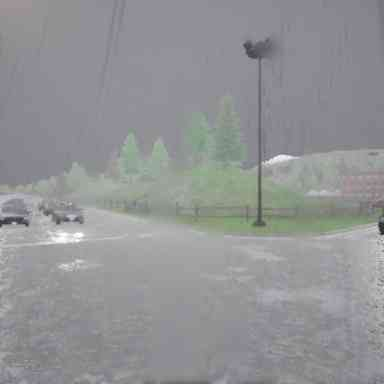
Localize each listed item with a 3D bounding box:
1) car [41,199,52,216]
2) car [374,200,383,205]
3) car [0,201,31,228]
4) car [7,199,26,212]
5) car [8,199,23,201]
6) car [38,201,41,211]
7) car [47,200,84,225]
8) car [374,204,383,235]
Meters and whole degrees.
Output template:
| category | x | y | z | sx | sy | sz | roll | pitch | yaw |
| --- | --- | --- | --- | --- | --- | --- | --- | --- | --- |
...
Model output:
| category | x | y | z | sx | sy | sz | roll | pitch | yaw |
| --- | --- | --- | --- | --- | --- | --- | --- | --- | --- |
| car | -14.045 | 1.636 | 34.013 | 1.837 | 1.490 | 4.892 | 0 | 0 | -27 |
| car | 29.410 | 1.856 | 50.421 | 1.812 | 1.442 | 4.674 | 0 | 0 | 1 |
| car | -12.582 | 1.631 | 23.620 | 2.033 | 1.411 | 5.357 | 0 | 0 | -27 |
| car | -22.049 | 1.695 | 41.832 | 2.033 | 1.411 | 5.357 | 0 | 0 | -27 |
| car | -17.258 | 1.467 | 32.604 | 2.097 | 1.767 | 4.553 | 0 | 0 | -28 |
| car | -18.754 | 1.669 | 43.080 | 1.837 | 1.490 | 4.892 | 0 | -1 | -27 |
| car | -9.374 | 1.590 | 25.042 | 2.128 | 1.511 | 4.902 | 0 | 0 | -27 |
| car | 12.134 | 1.618 | 18.795 | 4.902 | 1.511 | 2.128 | 0 | 0 | -44 |
